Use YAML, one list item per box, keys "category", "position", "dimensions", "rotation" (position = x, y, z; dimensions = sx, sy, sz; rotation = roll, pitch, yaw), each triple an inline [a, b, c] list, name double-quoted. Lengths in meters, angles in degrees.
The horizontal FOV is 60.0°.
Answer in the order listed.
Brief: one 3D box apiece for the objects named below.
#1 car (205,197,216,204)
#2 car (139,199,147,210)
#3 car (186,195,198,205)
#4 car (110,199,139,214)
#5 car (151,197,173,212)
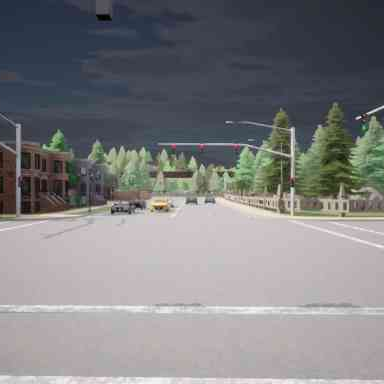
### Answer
- category: "car"
  position: [3.526, 1.564, 65.142]
  dimensions: [1.994, 1.385, 4.181]
  rotation: [0, 0, 0]
- category: "car"
  position: [-7.136, 1.601, 43.543]
  dimensions: [1.895, 1.301, 4.718]
  rotation: [0, 0, 0]
- category: "car"
  position: [-0.069, 1.352, 60.161]
  dimensions: [2.097, 1.767, 4.553]
  rotation: [0, 0, 0]
- category: "car"
  position: [-7.137, 1.564, 34.791]
  dimensions: [1.994, 1.385, 4.181]
  rotation: [0, 0, 0]
- category: "car"
  position: [-3.639, 1.477, 38.767]
  dimensions: [1.882, 1.535, 5.008]
  rotation: [0, 0, 0]
